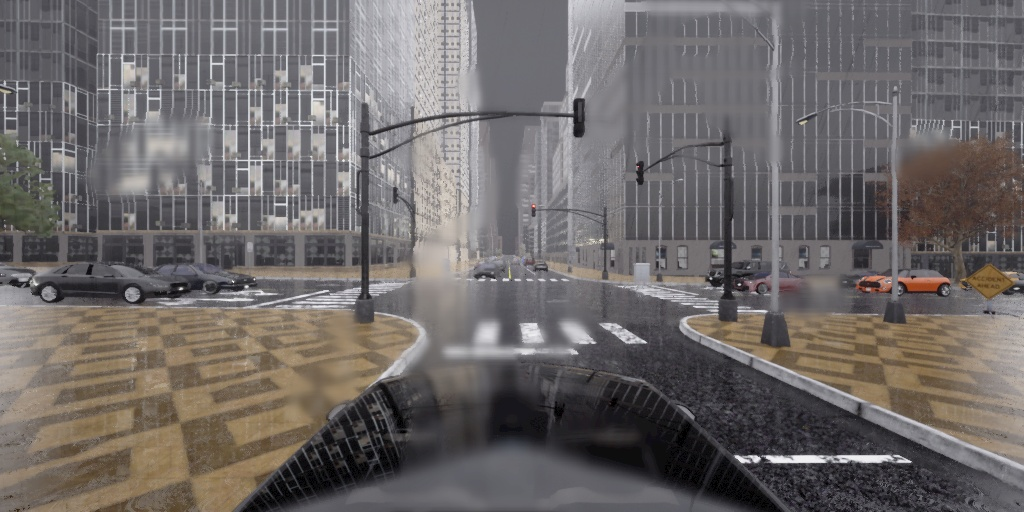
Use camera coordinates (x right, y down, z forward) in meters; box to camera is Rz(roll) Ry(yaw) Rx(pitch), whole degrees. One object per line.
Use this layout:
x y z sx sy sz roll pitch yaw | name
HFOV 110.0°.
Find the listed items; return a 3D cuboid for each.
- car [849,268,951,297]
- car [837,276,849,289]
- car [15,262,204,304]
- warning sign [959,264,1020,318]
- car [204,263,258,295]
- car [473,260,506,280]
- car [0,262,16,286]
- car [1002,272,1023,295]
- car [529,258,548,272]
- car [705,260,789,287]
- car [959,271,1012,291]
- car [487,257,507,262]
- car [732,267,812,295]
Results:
24.784 1.575 22.790 4.553 1.767 2.097 1 0 -3 | car
26.292 1.813 26.127 4.181 1.385 1.994 1 0 -3 | car
-15.426 0.998 13.984 4.892 1.490 1.837 1 0 -3 | car
17.214 1.204 12.935 1.060 1.860 1.300 0 0 -3 | warning sign
-15.438 1.040 17.272 5.357 1.411 2.033 1 0 0 | car
-2.054 1.317 31.667 2.033 1.411 5.357 0 0 5 | car
-25.372 0.802 16.723 4.902 1.511 2.128 1 0 -3 | car
34.655 1.964 23.300 4.181 1.385 1.994 1 0 -3 | car
3.670 1.329 46.659 1.948 1.339 4.313 0 0 -1 | car
16.903 1.303 25.635 5.566 2.045 2.150 1 0 -3 | car
36.319 1.907 26.640 5.008 1.535 1.882 1 0 -3 | car
-1.767 1.267 44.180 1.837 1.490 4.892 0 1 -1 | car
16.090 1.631 22.339 4.181 1.385 1.994 1 0 -3 | car
